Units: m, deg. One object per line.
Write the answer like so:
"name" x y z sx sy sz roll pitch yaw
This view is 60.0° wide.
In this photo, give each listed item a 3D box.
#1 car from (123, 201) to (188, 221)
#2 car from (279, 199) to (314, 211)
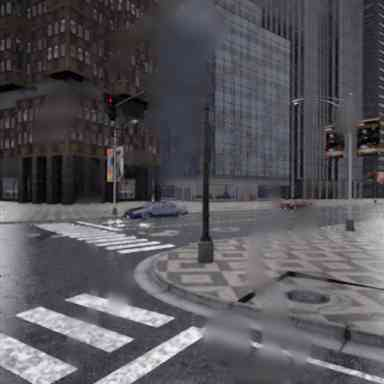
"car" -2.799 1.472 26.832 5.357 1.411 2.033 0 0 -39
"car" 12.309 1.545 39.195 4.718 1.301 1.895 0 0 -39
